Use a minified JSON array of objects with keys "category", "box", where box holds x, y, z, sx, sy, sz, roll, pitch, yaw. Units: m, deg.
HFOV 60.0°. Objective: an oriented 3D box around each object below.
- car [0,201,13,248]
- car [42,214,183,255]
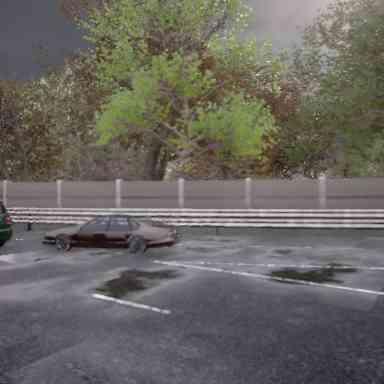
[{"category":"car","box":[-9.816,1.304,13.604,5.566,2.045,2.150,0,0,27]},{"category":"car","box":[-3.096,1.592,13.184,5.357,1.411,2.033,0,0,11]}]
